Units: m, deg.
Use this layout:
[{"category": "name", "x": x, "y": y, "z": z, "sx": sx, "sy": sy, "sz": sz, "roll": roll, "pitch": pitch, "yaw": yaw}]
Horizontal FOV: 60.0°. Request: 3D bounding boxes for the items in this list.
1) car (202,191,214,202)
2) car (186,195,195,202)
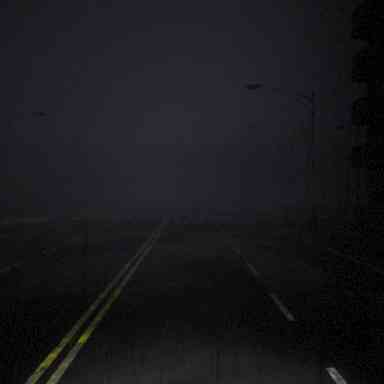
[{"category": "car", "x": 3.236, "y": 0.853, "z": 66.867, "sx": 2.150, "sy": 2.045, "sz": 5.566, "roll": 0, "pitch": 0, "yaw": 0}, {"category": "car", "x": -0.264, "y": 1.226, "z": 66.855, "sx": 1.895, "sy": 1.301, "sz": 4.718, "roll": 0, "pitch": 0, "yaw": 0}]
